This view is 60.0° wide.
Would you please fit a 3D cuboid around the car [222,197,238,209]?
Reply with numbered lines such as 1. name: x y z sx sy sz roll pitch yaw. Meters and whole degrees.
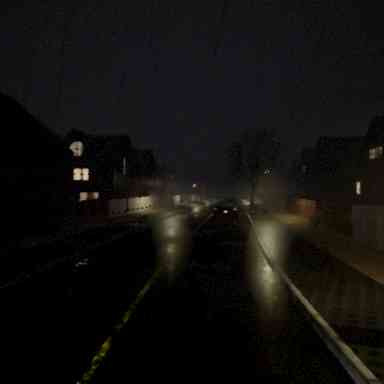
1. car: 4.902 1.420 42.896 1.994 1.385 4.181 0 0 8

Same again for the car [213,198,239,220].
1. car: 2.790 1.458 27.056 1.994 1.385 4.181 0 0 7
